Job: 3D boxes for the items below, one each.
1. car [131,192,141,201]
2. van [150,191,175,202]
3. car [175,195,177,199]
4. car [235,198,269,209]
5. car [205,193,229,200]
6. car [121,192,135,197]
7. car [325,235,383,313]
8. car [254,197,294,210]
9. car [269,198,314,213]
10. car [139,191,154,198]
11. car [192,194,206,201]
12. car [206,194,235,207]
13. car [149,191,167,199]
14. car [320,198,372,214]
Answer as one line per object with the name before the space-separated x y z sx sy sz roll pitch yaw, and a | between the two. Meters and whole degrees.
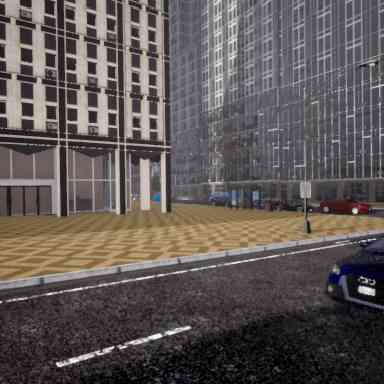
car | -11.678 1.038 68.044 2.008 1.369 4.403 0 1 -34
van | -5.256 0.936 58.662 1.690 1.788 3.998 0 1 -34
car | -4.762 0.934 72.777 1.802 1.307 4.206 0 1 -34
car | 7.492 1.387 39.843 1.802 1.307 4.206 -1 1 -34
car | 4.403 1.240 49.137 1.994 1.385 4.181 -1 1 -34
car | -17.604 0.686 91.536 2.008 1.369 4.403 0 1 -34
car | 4.711 1.560 7.004 4.181 1.385 1.994 0 0 -35
car | 10.047 1.367 40.884 1.895 1.301 4.718 -1 1 -35
car | 10.688 1.422 35.141 1.947 1.339 4.313 -1 1 -34
car | -11.183 0.684 82.155 1.967 1.590 4.097 0 1 -34
car | 1.659 1.041 63.397 1.802 1.307 4.206 -1 1 -34
car | 4.330 1.318 44.566 1.947 1.339 4.313 -1 1 -34
car | -7.973 0.613 77.464 2.192 1.841 5.009 0 1 -34
car | 15.266 1.328 33.240 1.882 1.535 5.008 -1 1 -34
